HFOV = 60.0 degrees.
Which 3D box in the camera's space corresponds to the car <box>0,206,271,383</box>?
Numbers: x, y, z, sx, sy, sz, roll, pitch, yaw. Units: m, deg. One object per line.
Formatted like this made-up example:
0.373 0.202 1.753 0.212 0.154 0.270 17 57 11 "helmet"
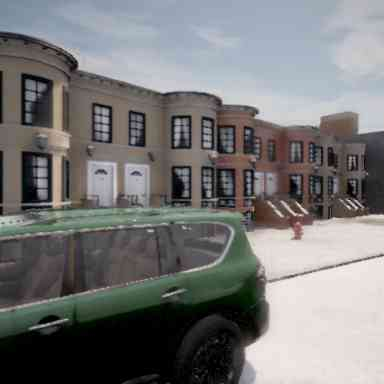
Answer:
-1.605 1.221 3.462 5.566 2.045 2.150 0 0 -35 "car"
